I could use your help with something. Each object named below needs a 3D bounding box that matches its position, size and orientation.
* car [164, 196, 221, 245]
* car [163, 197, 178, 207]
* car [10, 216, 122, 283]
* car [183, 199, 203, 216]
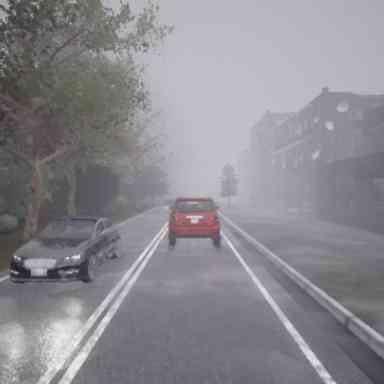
[{"bbox_3d":[0.101,1.216,15.602,2.150,2.045,5.566,0,0,0],"label":"car"},{"bbox_3d":[-3.329,1.545,52.674,1.994,1.385,4.181,0,0,0],"label":"car"},{"bbox_3d":[-3.350,1.490,9.726,2.128,1.511,4.902,0,0,0],"label":"car"},{"bbox_3d":[0.100,1.506,33.630,1.812,1.442,4.674,0,0,0],"label":"car"}]
